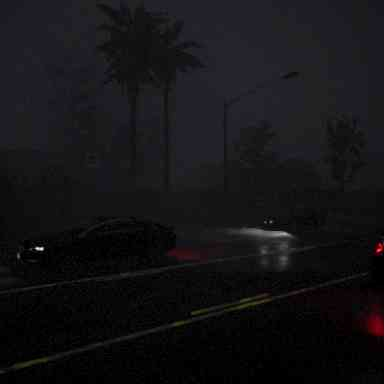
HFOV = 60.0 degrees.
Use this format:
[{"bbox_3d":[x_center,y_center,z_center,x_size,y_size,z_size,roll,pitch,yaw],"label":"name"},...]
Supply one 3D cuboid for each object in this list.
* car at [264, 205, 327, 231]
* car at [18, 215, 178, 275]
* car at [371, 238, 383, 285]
[{"bbox_3d":[6.823,1.620,21.756,4.892,1.490,1.837,1,-1,-35],"label":"car"},{"bbox_3d":[-2.778,1.518,10.608,4.902,1.511,2.128,1,0,-35],"label":"car"},{"bbox_3d":[6.575,1.415,8.439,4.553,1.767,2.097,0,0,-35],"label":"car"}]
